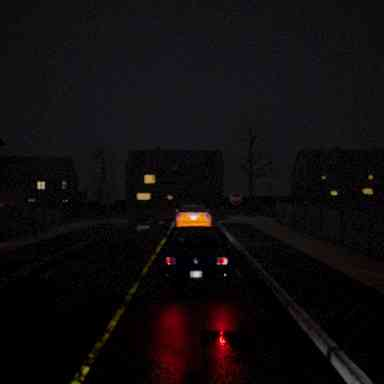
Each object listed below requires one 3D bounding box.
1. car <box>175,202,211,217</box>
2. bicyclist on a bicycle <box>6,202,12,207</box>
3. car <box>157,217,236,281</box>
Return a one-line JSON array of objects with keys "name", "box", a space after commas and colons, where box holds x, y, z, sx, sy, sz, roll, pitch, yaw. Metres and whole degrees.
[{"name": "car", "box": [0.044, 1.473, 20.473, 2.097, 1.767, 4.553, 0, 0, -2]}, {"name": "bicyclist on a bicycle", "box": [-20.159, 1.889, 36.557, 0.582, 1.620, 1.656, -1, 1, 0]}, {"name": "car", "box": [0.100, 1.656, 10.028, 1.895, 1.301, 4.718, 0, 0, 0]}]
